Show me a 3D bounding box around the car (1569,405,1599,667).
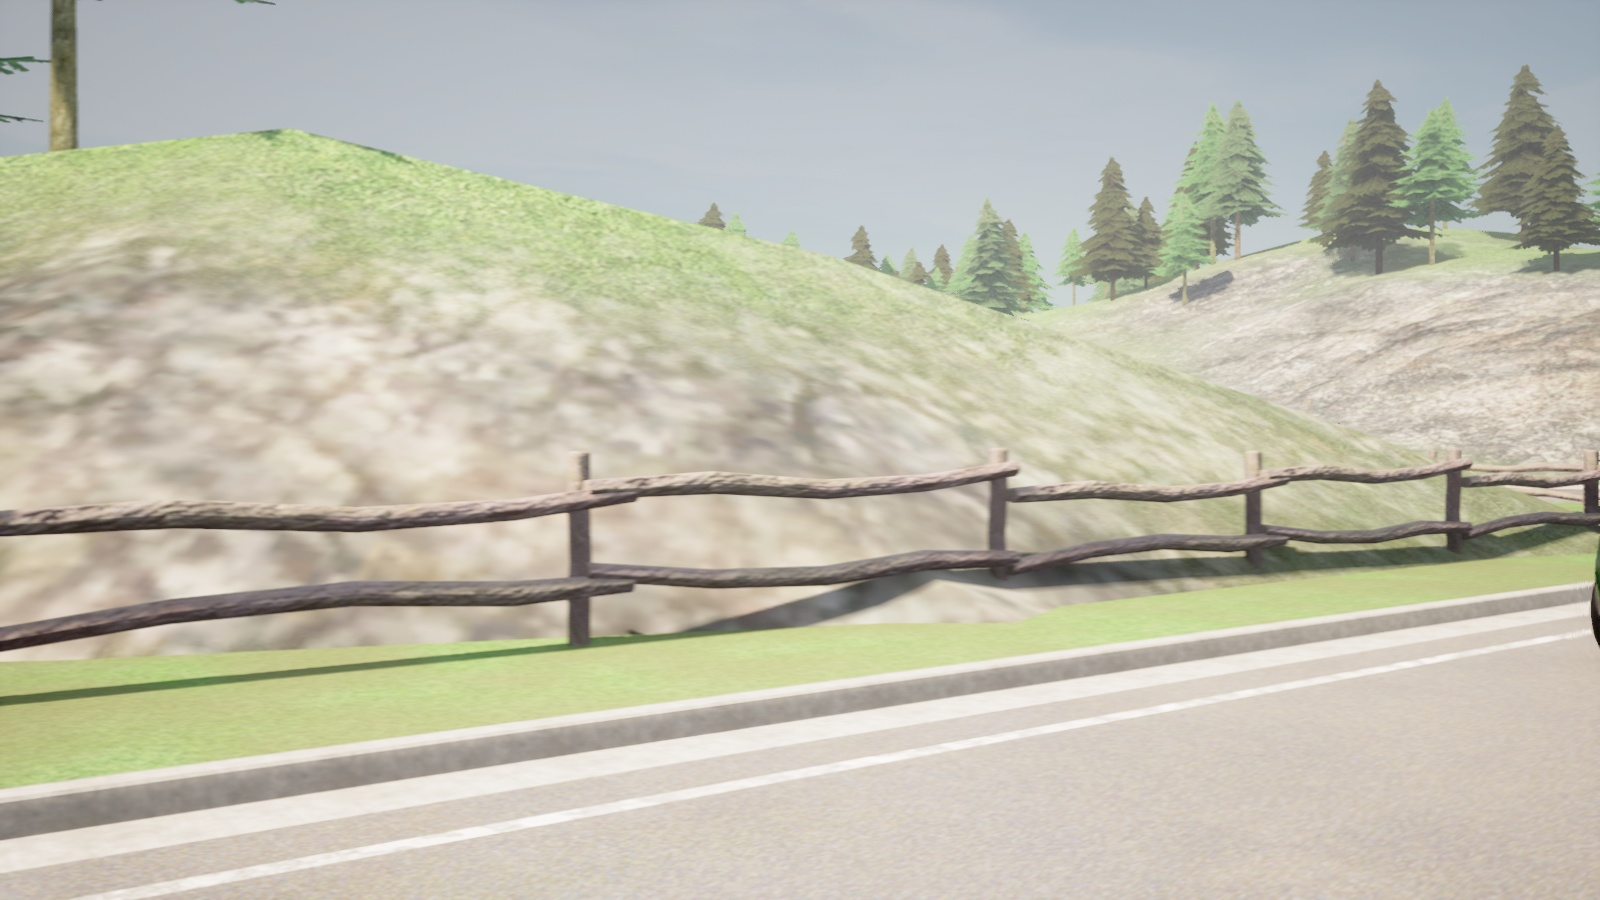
[{"bbox_3d":[7.740,0.568,9.048,4.553,1.767,2.097,0,0,-35],"label":"car"}]
